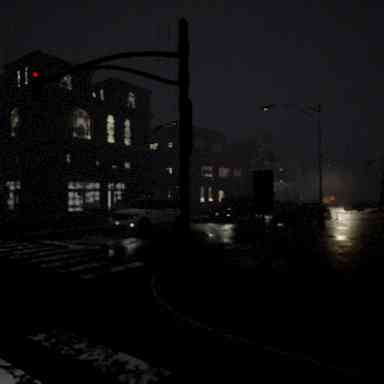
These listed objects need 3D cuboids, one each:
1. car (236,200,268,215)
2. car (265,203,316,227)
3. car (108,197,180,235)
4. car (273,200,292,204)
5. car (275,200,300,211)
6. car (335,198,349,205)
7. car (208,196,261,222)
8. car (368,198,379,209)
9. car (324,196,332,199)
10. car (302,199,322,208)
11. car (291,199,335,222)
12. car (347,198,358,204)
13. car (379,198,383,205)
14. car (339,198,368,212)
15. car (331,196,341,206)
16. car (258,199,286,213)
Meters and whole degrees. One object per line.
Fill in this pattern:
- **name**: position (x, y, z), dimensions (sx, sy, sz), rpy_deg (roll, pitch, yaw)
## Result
- **car**: position (6.820, 1.699, 37.509), dimensions (1.967, 1.590, 4.097), rpy_deg (-1, -1, 36)
- **car**: position (7.028, 1.709, 23.603), dimensions (1.802, 1.307, 4.206), rpy_deg (-1, -1, 36)
- **car**: position (-2.482, 1.363, 20.517), dimensions (2.150, 2.045, 5.566), rpy_deg (-1, -1, 36)
- **car**: position (9.712, 1.768, 37.036), dimensions (1.812, 1.442, 4.674), rpy_deg (-1, -1, 37)
- **car**: position (13.390, 1.860, 46.423), dimensions (1.887, 1.381, 4.507), rpy_deg (-1, -1, 36)
- **car**: position (33.098, 2.060, 73.167), dimensions (1.947, 1.339, 4.313), rpy_deg (-1, -1, 36)
- **car**: position (3.644, 1.413, 28.813), dimensions (2.150, 2.045, 5.566), rpy_deg (-1, -1, 37)
- **car**: position (26.706, 1.841, 50.367), dimensions (1.887, 1.381, 4.507), rpy_deg (-1, -1, 36)
- **car**: position (23.144, 1.927, 59.658), dimensions (1.752, 1.417, 4.829), rpy_deg (-1, -1, 36)
- **car**: position (19.960, 1.924, 55.337), dimensions (2.008, 1.369, 4.403), rpy_deg (-1, -1, 36)
- **car**: position (10.282, 1.595, 28.081), dimensions (1.967, 1.590, 4.097), rpy_deg (-1, -1, 36)
- **car**: position (39.668, 2.139, 82.081), dimensions (1.802, 1.307, 4.206), rpy_deg (-1, -1, 36)
- **car**: position (39.845, 1.984, 68.195), dimensions (1.947, 1.339, 4.313), rpy_deg (-1, -1, 36)
- **car**: position (20.238, 1.765, 41.589), dimensions (1.752, 1.417, 4.829), rpy_deg (-1, -1, 36)
- **car**: position (26.527, 1.748, 64.255), dimensions (2.192, 1.841, 5.009), rpy_deg (-1, -1, 36)
- **car**: position (10.105, 1.727, 41.967), dimensions (1.967, 1.590, 4.097), rpy_deg (-1, -1, 36)
